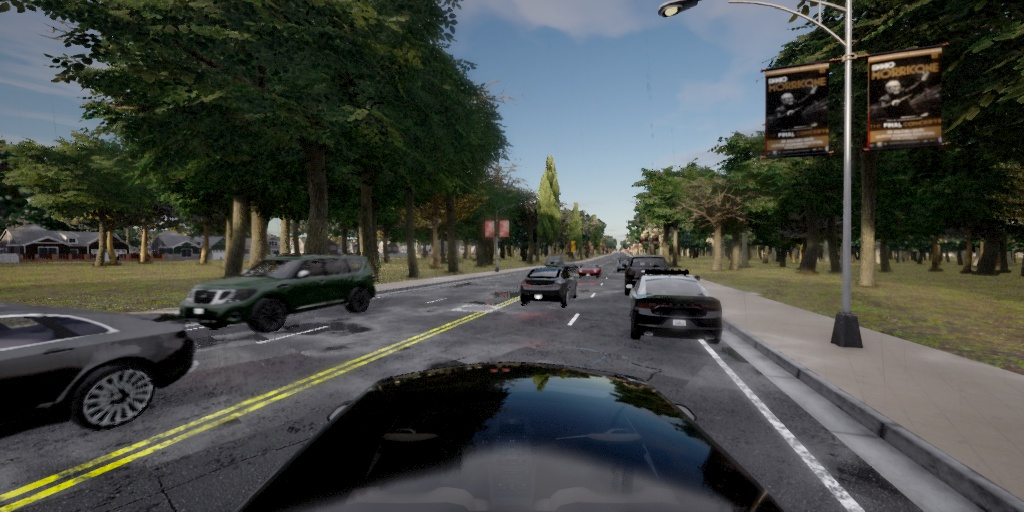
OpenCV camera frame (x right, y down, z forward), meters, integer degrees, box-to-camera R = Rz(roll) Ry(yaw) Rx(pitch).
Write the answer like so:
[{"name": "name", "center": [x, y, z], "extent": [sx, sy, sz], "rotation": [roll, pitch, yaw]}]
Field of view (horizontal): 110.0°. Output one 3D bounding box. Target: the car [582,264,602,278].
[{"name": "car", "center": [7.358, 1.355, 33.624], "extent": [1.895, 1.301, 4.718], "rotation": [0, 0, 17]}]

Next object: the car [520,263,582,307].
[{"name": "car", "center": [1.716, 1.254, 15.643], "extent": [1.837, 1.490, 4.892], "rotation": [0, 0, 17]}]

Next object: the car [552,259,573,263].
[{"name": "car", "center": [6.422, 1.359, 42.169], "extent": [1.895, 1.301, 4.718], "rotation": [0, 0, 17]}]

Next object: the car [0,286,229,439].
[{"name": "car", "center": [-5.833, 1.242, 3.107], "extent": [2.128, 1.511, 4.902], "rotation": [0, 0, 17]}]

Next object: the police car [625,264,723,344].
[{"name": "police car", "center": [4.227, 1.174, 9.866], "extent": [1.930, 1.638, 5.238], "rotation": [0, 0, 17]}]

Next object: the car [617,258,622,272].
[{"name": "car", "center": [14.419, 1.324, 45.544], "extent": [1.994, 1.385, 4.181], "rotation": [0, 0, 19]}]

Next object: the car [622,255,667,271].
[{"name": "car", "center": [7.198, 0.974, 19.331], "extent": [2.150, 2.045, 5.566], "rotation": [0, 0, 17]}]

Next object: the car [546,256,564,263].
[{"name": "car", "center": [6.452, 0.986, 53.108], "extent": [2.150, 2.045, 5.566], "rotation": [0, 0, 17]}]

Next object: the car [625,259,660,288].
[{"name": "car", "center": [8.975, 1.102, 25.001], "extent": [2.097, 1.767, 4.553], "rotation": [0, 0, 17]}]

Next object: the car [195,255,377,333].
[{"name": "car", "center": [-6.687, 0.972, 11.238], "extent": [2.150, 2.045, 5.566], "rotation": [0, 0, 17]}]
